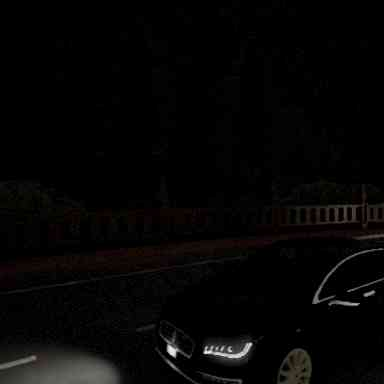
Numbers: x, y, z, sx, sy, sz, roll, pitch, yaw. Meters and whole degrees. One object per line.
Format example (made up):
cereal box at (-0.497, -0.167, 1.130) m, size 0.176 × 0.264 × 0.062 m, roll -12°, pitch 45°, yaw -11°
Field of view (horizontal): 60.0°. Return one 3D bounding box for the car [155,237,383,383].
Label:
car at (1.822, 1.500, 4.978) m, size 4.892 × 1.490 × 1.837 m, roll 0°, pitch 0°, yaw -33°
